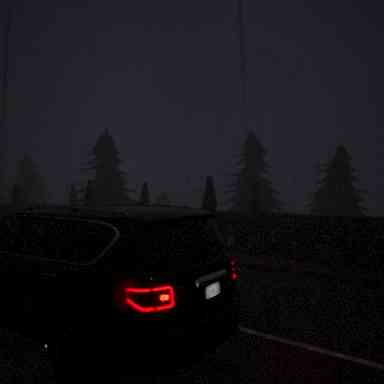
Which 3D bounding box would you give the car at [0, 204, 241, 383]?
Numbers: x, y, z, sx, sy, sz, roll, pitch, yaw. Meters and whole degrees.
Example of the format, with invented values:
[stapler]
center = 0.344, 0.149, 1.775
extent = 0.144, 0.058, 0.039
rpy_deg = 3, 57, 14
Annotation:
[car]
center = -1.945, 1.219, 5.380
extent = 5.566, 2.045, 2.150
rpy_deg = 0, 0, 35
